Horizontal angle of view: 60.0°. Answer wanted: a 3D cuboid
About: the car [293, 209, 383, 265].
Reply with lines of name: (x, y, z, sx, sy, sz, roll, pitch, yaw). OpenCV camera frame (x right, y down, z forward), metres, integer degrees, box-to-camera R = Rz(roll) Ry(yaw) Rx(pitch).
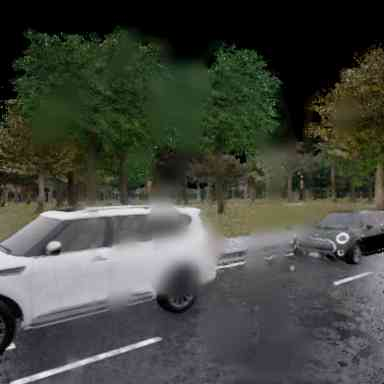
car: (5.766, 1.471, 12.293, 4.553, 1.767, 2.097, 0, -1, -38)

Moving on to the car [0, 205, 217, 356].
car: (-2.045, 1.301, 6.246, 5.566, 2.045, 2.150, 0, -1, -38)
